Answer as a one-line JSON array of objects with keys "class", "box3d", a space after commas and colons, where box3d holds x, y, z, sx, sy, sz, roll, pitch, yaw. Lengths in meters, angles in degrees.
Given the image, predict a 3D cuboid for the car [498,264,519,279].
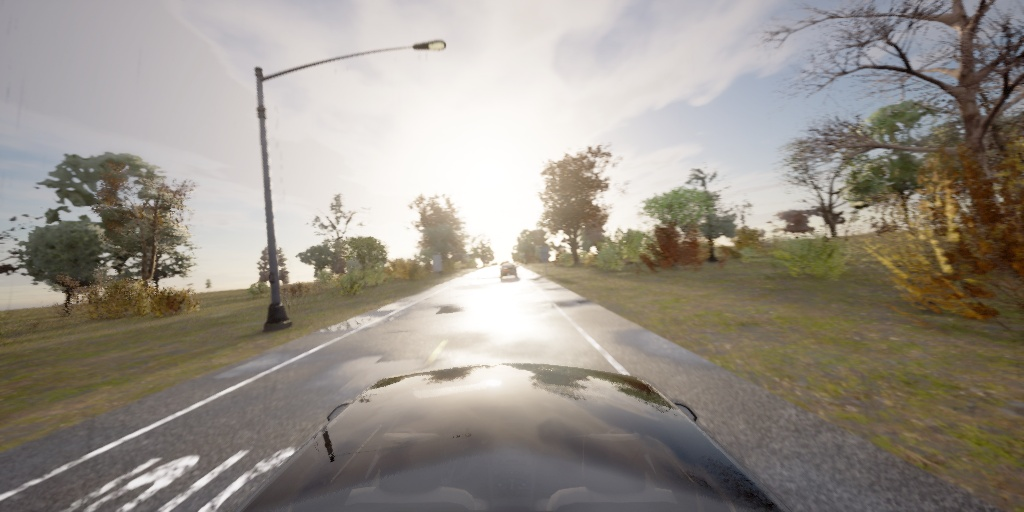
[{"class": "car", "box3d": [-0.361, 1.553, 37.478, 1.837, 1.490, 4.892, -5, 0, 0]}]
